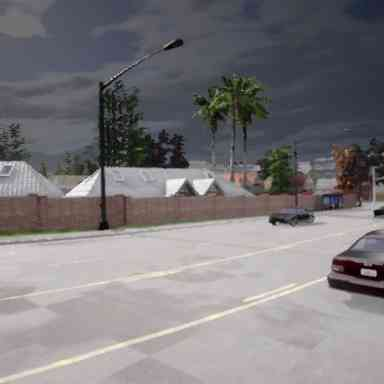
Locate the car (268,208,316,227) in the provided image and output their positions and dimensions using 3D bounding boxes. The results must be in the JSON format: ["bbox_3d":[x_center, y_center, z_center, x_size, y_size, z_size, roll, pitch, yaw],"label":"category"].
[{"bbox_3d":[8.307,1.988,27.304,2.033,1.411,5.357,-1,-2,43],"label":"car"}]

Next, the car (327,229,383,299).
[{"bbox_3d":[5.237,1.653,8.335,2.033,1.411,5.357,-1,-1,45],"label":"car"}]

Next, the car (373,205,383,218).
[{"bbox_3d":[21.278,2.104,36.187,1.895,1.301,4.718,-1,-1,43],"label":"car"}]
